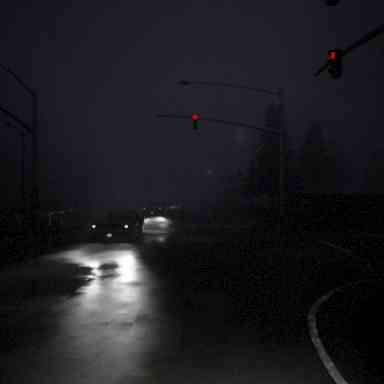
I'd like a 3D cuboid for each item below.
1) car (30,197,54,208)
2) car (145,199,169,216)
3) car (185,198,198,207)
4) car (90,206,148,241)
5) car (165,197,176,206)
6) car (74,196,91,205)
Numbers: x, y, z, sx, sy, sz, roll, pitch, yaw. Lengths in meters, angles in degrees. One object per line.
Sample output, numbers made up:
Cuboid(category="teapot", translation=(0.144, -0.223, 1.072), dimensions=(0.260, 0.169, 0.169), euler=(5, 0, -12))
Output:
Cuboid(category="car", translation=(-20.617, 1.397, 45.897), dimensions=(1.970, 1.475, 3.806), euler=(0, 0, 0))
Cuboid(category="car", translation=(-3.673, 1.609, 32.830), dimensions=(1.895, 1.301, 4.718), euler=(0, 0, 0))
Cuboid(category="car", translation=(-0.121, 1.615, 51.514), dimensions=(1.895, 1.301, 4.718), euler=(0, 0, 0))
Cuboid(category="car", translation=(-3.639, 1.605, 16.879), dimensions=(1.895, 1.301, 4.718), euler=(0, 0, 0))
Cuboid(category="car", translation=(-3.650, 1.562, 54.012), dimensions=(2.033, 1.411, 5.357), euler=(0, 0, 0))
Cuboid(category="car", translation=(-17.581, 1.388, 53.295), dimensions=(1.845, 1.501, 3.633), euler=(0, 0, 0))
